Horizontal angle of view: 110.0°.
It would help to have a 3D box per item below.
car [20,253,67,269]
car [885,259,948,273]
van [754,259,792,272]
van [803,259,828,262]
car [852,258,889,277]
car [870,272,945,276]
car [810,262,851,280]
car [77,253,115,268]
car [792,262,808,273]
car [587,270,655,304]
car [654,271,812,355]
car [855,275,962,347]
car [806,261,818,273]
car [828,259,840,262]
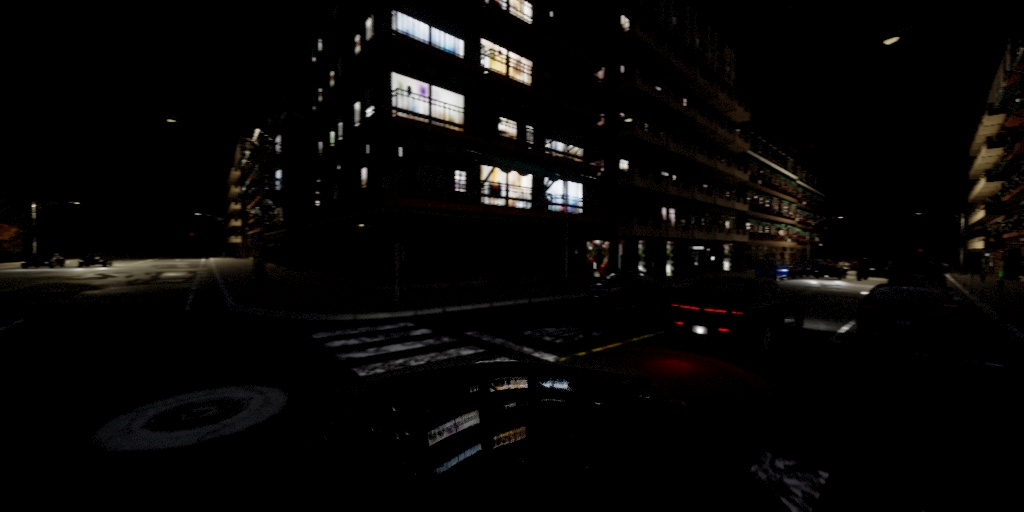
[{"bbox_3d":[-44.834,0.447,34.448,2.033,1.411,5.357,-1,1,-40],"label":"car"},{"bbox_3d":[23.168,1.245,20.439,5.009,1.841,2.192,0,0,-41],"label":"car"},{"bbox_3d":[22.040,1.169,30.480,3.998,1.789,1.690,0,0,-41],"label":"van"},{"bbox_3d":[34.908,1.266,41.577,3.998,1.789,1.690,0,0,-41],"label":"van"},{"bbox_3d":[32.098,1.192,31.534,5.566,2.045,2.150,0,1,-39],"label":"car"},{"bbox_3d":[14.583,1.433,13.050,4.313,1.339,1.948,0,0,-41],"label":"car"},{"bbox_3d":[30.381,1.522,34.140,4.718,1.301,1.895,0,1,-41],"label":"car"},{"bbox_3d":[-42.357,0.400,36.552,1.812,1.442,4.674,-1,1,-40],"label":"car"},{"bbox_3d":[26.332,1.443,34.175,4.207,1.307,1.802,0,0,-41],"label":"car"},{"bbox_3d":[5.107,1.287,15.906,4.207,1.307,1.802,0,0,-41],"label":"car"},{"bbox_3d":[5.683,1.277,8.921,4.892,1.490,1.837,0,1,-41],"label":"car"},{"bbox_3d":[10.550,1.384,9.579,4.507,1.381,1.888,0,0,-41],"label":"car"},{"bbox_3d":[30.623,1.475,37.872,4.207,1.307,1.802,0,0,-41],"label":"car"},{"bbox_3d":[39.182,1.273,45.293,5.009,1.841,2.192,0,0,-41],"label":"car"}]
